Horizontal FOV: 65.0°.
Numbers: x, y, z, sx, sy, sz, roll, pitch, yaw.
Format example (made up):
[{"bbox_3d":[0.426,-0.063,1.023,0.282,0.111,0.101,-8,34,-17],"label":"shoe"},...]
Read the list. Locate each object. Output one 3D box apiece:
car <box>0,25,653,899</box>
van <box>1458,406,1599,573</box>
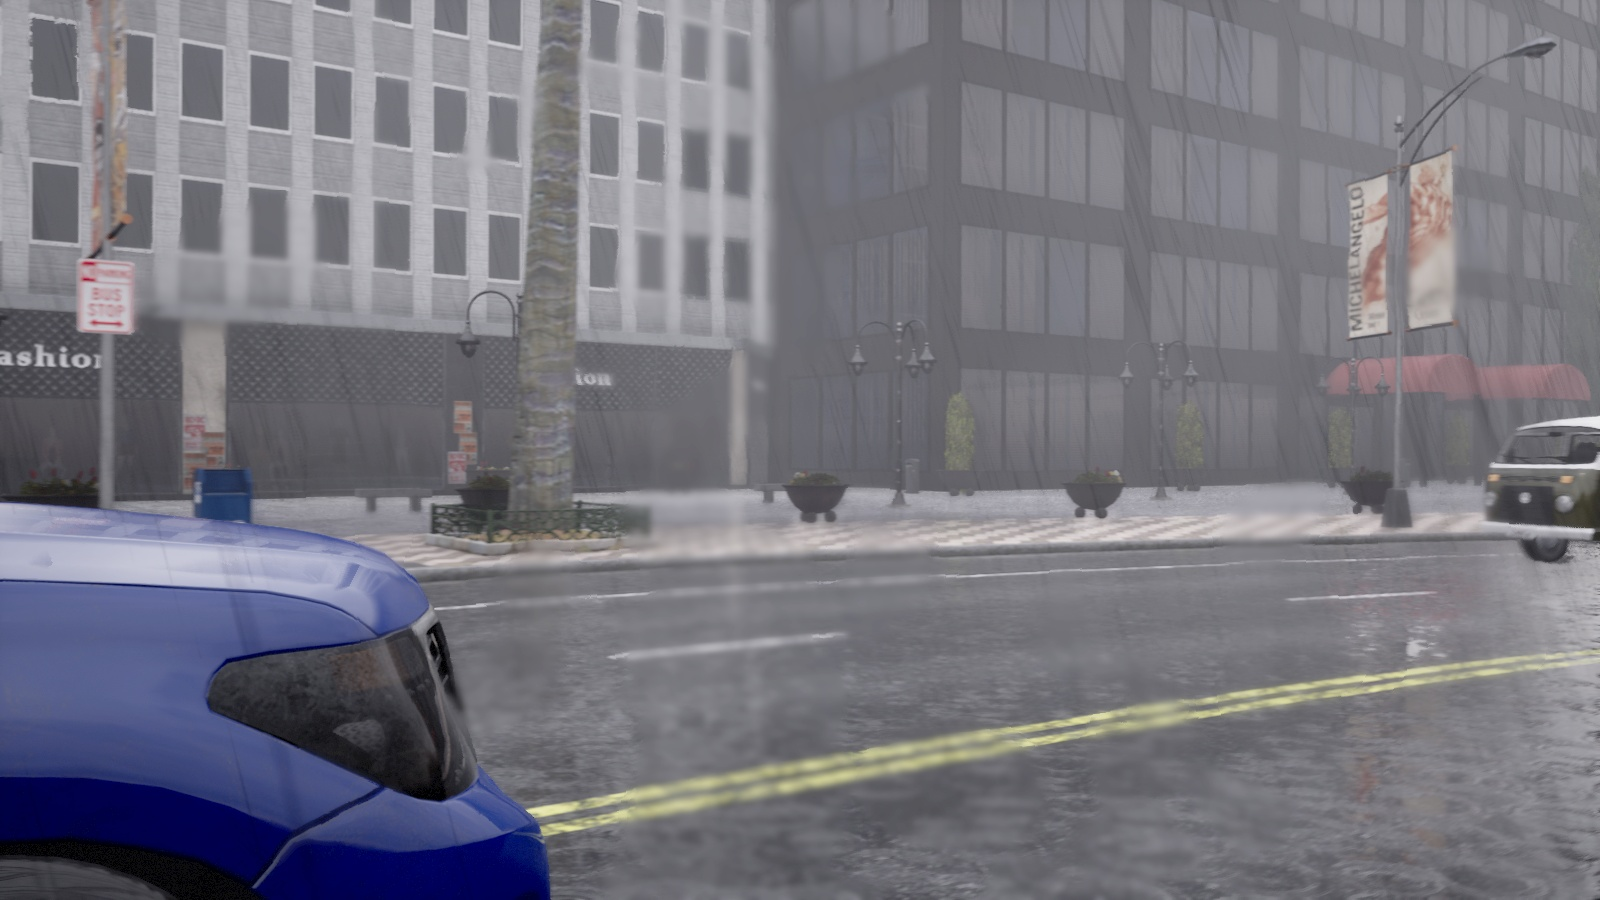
[{"bbox_3d":[-3.152,0.473,1.466,5.566,2.045,2.150,0,0,-35],"label":"car"},{"bbox_3d":[11.521,0.484,16.868,4.480,2.038,2.069,0,0,-13],"label":"van"}]
